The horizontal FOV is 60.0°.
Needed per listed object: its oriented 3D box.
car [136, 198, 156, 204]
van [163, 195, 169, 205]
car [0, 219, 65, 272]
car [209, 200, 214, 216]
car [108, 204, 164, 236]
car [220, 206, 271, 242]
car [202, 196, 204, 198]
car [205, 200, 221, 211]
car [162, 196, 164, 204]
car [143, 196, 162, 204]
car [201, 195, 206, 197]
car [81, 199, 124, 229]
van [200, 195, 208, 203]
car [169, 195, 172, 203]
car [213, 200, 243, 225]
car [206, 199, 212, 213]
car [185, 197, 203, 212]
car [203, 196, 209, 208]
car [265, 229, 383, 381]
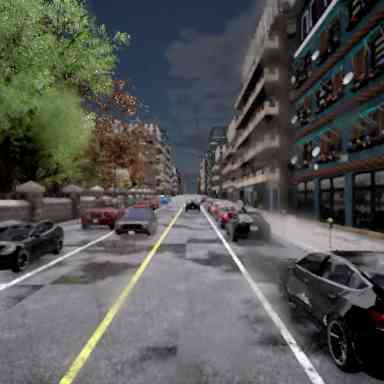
[{"bbox_3d":[-5.675,1.686,38.609,1.887,1.381,4.507,1,0,0],"label":"car"},{"bbox_3d":[-5.679,1.563,60.703,1.690,1.788,3.998,1,0,0],"label":"van"},{"bbox_3d":[-5.677,1.607,10.992,1.947,1.339,4.313,1,0,0],"label":"car"},{"bbox_3d":[2.704,1.645,27.561,1.887,1.381,4.507,1,0,0],"label":"car"},{"bbox_3d":[-3.000,1.630,19.131,2.033,1.411,5.357,0,0,0],"label":"car"},{"bbox_3d":[2.703,1.626,16.515,1.947,1.339,4.313,1,0,0],"label":"car"},{"bbox_3d":[2.705,1.707,49.825,1.752,1.417,4.829,1,0,0],"label":"car"},{"bbox_3d":[2.704,1.743,44.131,1.802,1.307,4.206,1,0,0],"label":"car"},{"bbox_3d":[-5.675,1.726,49.656,1.887,1.381,4.507,1,0,0],"label":"car"},{"bbox_3d":[-5.671,1.476,44.133,2.192,1.841,5.009,1,0,0],"label":"car"},{"bbox_3d":[2.677,1.703,71.749,1.967,1.590,4.097,1,0,0],"label":"car"},{"bbox_3d":[-5.672,1.396,22.040,2.192,1.841,5.009,1,0,0],"label":"car"},{"bbox_3d":[2.677,1.624,77.272,1.690,1.788,3.998,1,0,0],"label":"van"},{"bbox_3d":[-5.658,1.809,66.226,1.947,1.339,4.313,1,0,0],"label":"car"},{"bbox_3d":[2.706,1.520,22.039,1.967,1.590,4.097,1,0,0],"label":"car"},{"bbox_3d":[2.705,1.646,33.255,1.752,1.417,4.829,1,0,0],"label":"car"},{"bbox_3d":[0.102,1.679,42.077,1.812,1.442,4.674,0,0,0],"label":"car"},{"bbox_3d":[2.707,1.580,38.609,1.967,1.590,4.097,1,0,0],"label":"car"},{"bbox_3d":[2.702,1.586,5.467,1.947,1.339,4.313,1,0,0],"label":"car"}]
